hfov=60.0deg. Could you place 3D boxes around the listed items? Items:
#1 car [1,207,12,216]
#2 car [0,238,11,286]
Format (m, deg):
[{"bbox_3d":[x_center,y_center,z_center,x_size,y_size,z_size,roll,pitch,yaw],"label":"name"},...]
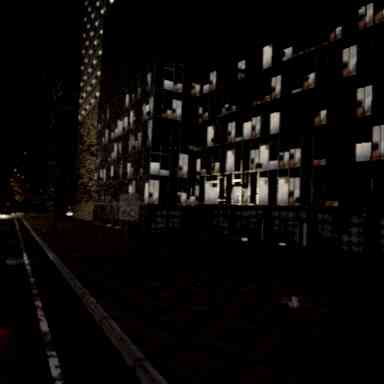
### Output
[{"bbox_3d":[-43.130,4.783,77.173,1.994,1.385,4.181,4,-4,-28],"label":"car"},{"bbox_3d":[-6.669,1.906,10.101,1.812,1.442,4.674,4,-4,-28],"label":"car"}]
